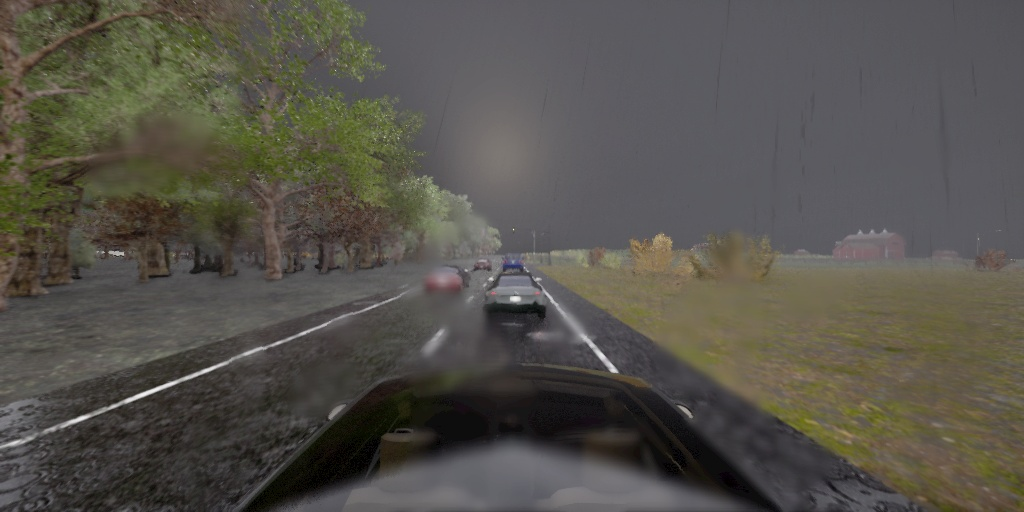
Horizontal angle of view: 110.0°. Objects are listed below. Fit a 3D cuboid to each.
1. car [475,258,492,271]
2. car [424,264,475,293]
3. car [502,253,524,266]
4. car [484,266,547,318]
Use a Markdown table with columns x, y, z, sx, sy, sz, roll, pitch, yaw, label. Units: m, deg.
| x | y | z | sx | sy | sz | roll | pitch | yaw | label |
| --- | --- | --- | --- | --- | --- | --- | --- | --- | --- |
| -3.389 | 0.989 | 42.176 | 1.812 | 1.442 | 4.674 | 0 | 0 | 0 | car |
| -3.395 | 1.190 | 19.571 | 1.994 | 1.385 | 4.181 | 0 | 0 | 0 | car |
| 0.110 | 0.711 | 38.451 | 2.150 | 2.045 | 5.566 | 0 | 0 | 0 | car |
| 0.104 | 1.238 | 12.669 | 1.994 | 1.385 | 4.181 | 0 | 0 | 0 | car |
